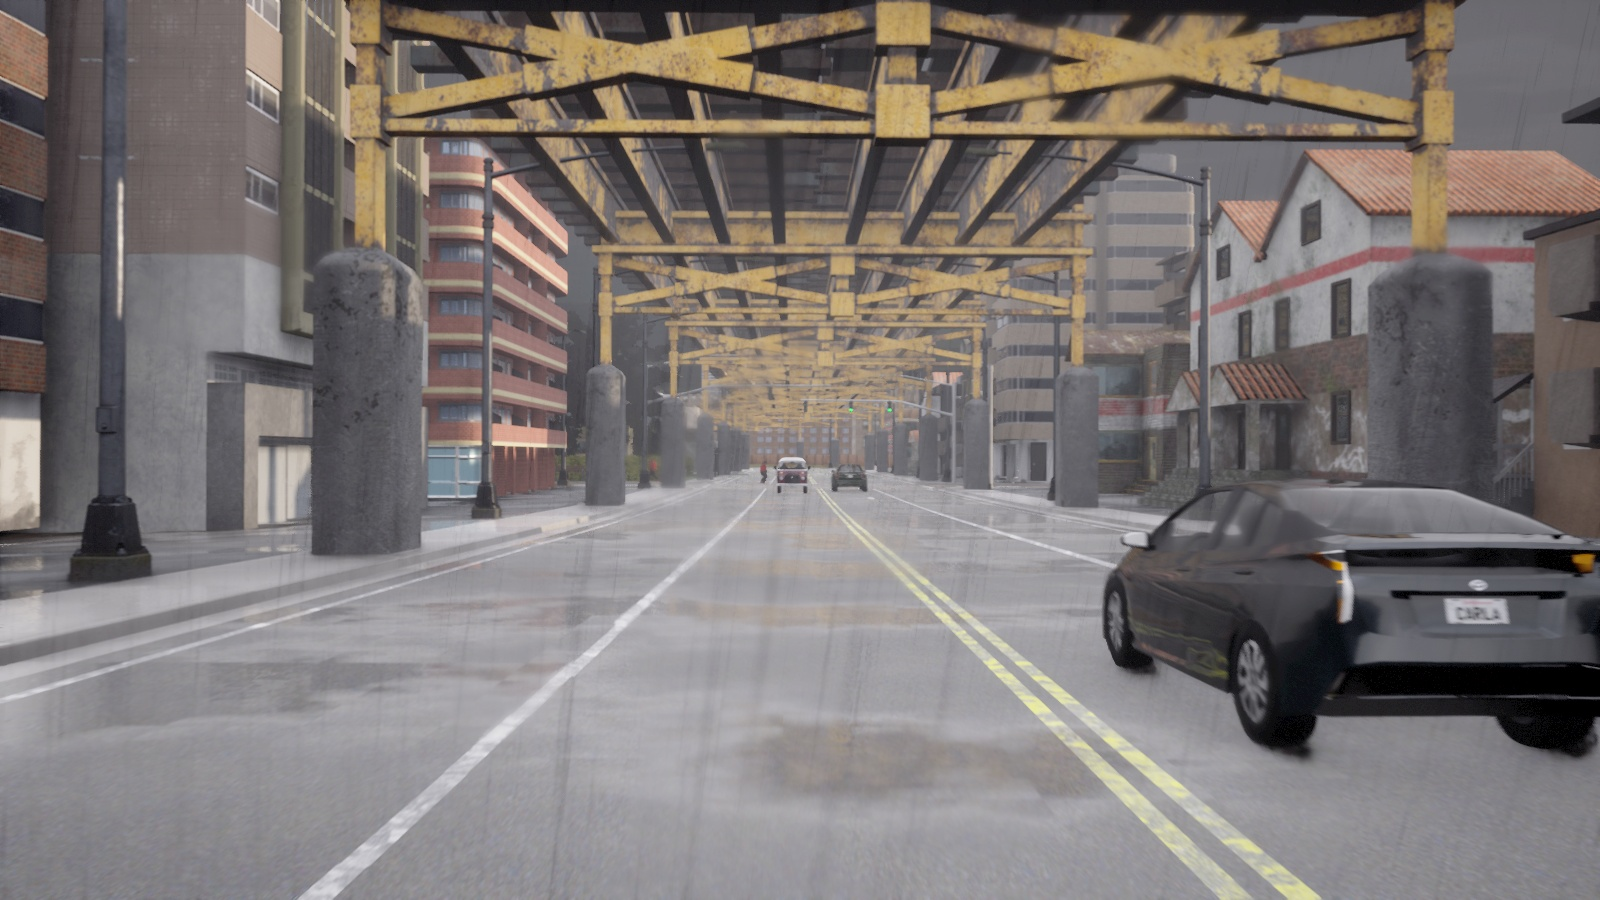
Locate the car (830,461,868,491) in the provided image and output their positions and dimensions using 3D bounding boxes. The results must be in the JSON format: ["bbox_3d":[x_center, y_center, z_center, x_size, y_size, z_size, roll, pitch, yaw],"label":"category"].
[{"bbox_3d":[3.009,1.604,77.782,2.097,1.767,4.553,0,0,0],"label":"car"}]

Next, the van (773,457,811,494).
[{"bbox_3d":[-0.456,1.454,72.330,2.069,2.038,4.480,0,0,0],"label":"van"}]

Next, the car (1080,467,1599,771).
[{"bbox_3d":[3.449,0.890,8.612,2.007,1.525,4.514,0,-1,0],"label":"car"}]
